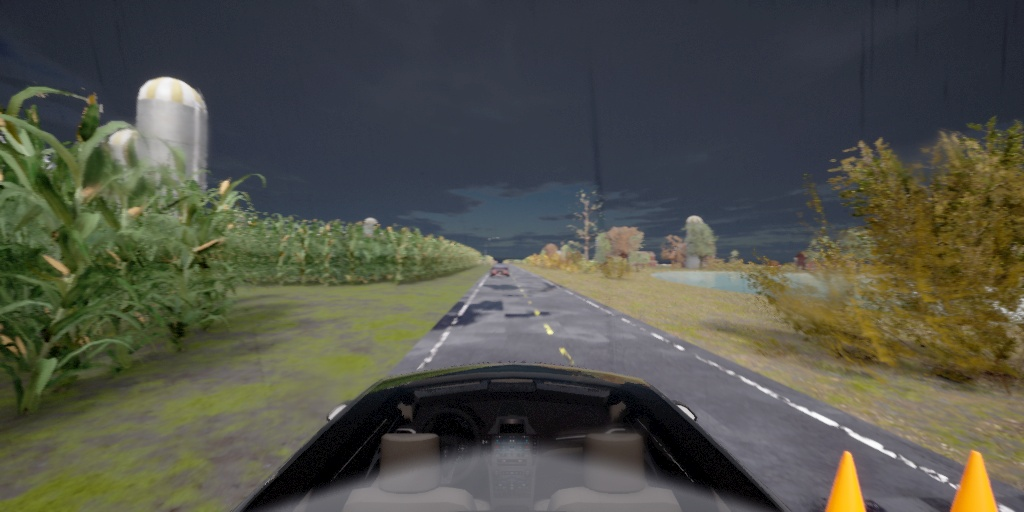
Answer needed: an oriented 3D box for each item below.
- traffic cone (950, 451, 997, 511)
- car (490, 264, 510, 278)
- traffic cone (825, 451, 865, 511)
[{"bbox_3d":[3.481,1.767,2.694,0.340,0.580,0.340,0,0,-2],"label":"traffic cone"},{"bbox_3d":[-1.279,1.525,37.670,1.994,1.385,4.181,1,0,-2],"label":"car"},{"bbox_3d":[2.482,1.751,2.661,0.340,0.580,0.340,0,0,-2],"label":"traffic cone"}]
